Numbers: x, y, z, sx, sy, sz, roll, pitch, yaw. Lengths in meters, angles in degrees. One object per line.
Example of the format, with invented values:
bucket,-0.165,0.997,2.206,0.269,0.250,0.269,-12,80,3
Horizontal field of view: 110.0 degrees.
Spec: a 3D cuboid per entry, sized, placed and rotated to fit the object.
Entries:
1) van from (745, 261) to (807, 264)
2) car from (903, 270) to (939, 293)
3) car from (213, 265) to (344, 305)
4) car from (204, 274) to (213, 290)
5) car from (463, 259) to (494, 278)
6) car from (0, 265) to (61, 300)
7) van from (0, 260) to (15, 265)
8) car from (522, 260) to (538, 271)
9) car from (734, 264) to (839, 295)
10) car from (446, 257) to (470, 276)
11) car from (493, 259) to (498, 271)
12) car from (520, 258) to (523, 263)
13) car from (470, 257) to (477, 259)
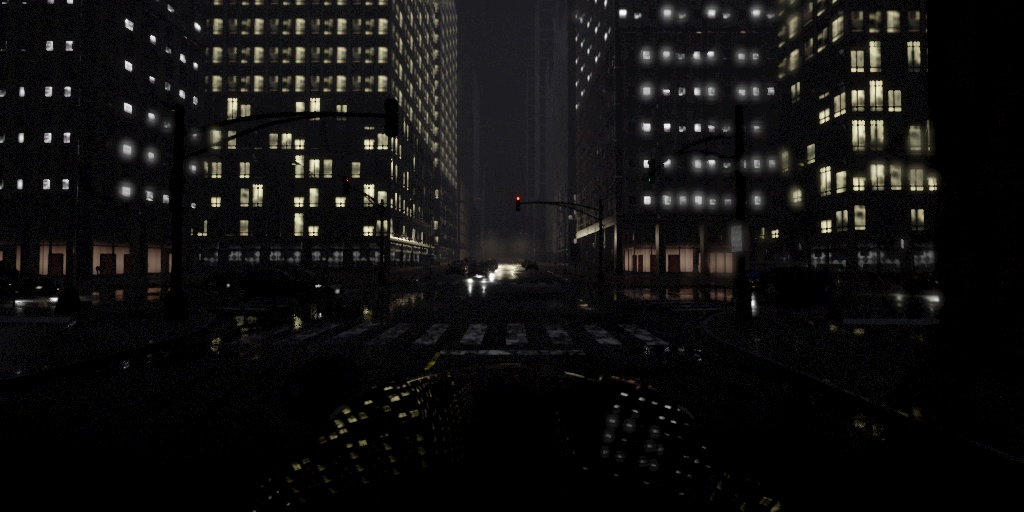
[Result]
van,15.972,1.210,22.075,3.998,1.789,1.690,0,0,0
car,24.345,1.312,19.482,5.008,1.535,1.882,0,-1,0
car,-9.800,1.209,15.617,4.902,1.511,2.128,1,0,10
car,-16.502,1.255,22.134,4.097,1.591,1.967,0,0,0
car,-3.117,1.309,34.497,2.033,1.411,5.357,0,0,0
car,-23.577,1.255,16.372,4.181,1.385,1.994,0,-1,0
van,-33.447,1.132,22.165,3.998,1.789,1.690,0,0,0
car,2.669,1.349,48.792,1.802,1.307,4.207,0,0,0
car,14.865,1.321,19.503,4.892,1.490,1.837,0,-1,0
car,-5.706,1.202,37.576,1.967,1.591,4.097,0,0,0
car,-3.119,1.366,44.407,1.895,1.301,4.718,0,0,0
car,2.665,1.296,60.118,1.751,1.417,4.829,0,0,0
car,-5.711,1.081,48.726,2.192,1.841,5.009,0,0,0
